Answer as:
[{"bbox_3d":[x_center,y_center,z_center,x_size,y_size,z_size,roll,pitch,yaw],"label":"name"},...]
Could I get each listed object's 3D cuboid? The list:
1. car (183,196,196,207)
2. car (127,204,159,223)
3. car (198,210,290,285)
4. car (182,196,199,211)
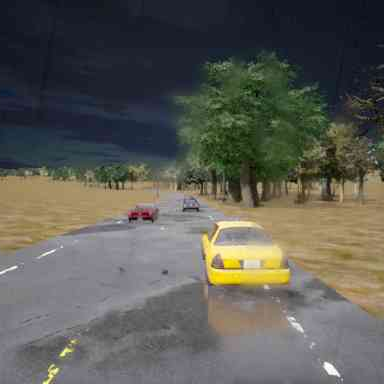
[{"bbox_3d":[-0.350,1.373,48.788,1.812,1.442,4.674,0,0,-1],"label":"car"},{"bbox_3d":[-3.594,1.557,25.078,1.895,1.301,4.718,0,0,0],"label":"car"},{"bbox_3d":[1.219,1.448,9.354,1.801,1.575,5.366,0,0,0],"label":"car"},{"bbox_3d":[-0.141,1.450,38.206,2.033,1.411,5.357,0,0,-1],"label":"car"}]
